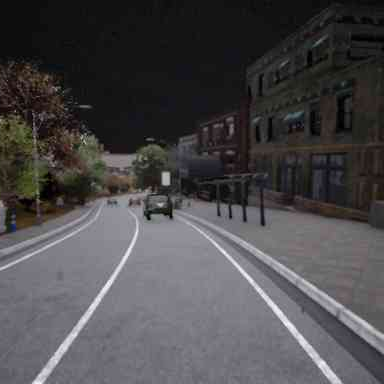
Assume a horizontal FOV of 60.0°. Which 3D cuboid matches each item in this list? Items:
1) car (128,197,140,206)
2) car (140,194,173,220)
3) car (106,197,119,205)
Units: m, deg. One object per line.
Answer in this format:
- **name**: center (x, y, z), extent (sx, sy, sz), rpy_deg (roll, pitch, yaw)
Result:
- **car**: center (-9.441, 1.544, 54.808), extent (1.812, 1.442, 4.674), rpy_deg (-2, 0, -14)
- **car**: center (-2.966, 1.179, 28.370), extent (2.150, 2.045, 5.566), rpy_deg (-1, 0, -12)
- **car**: center (-14.415, 1.631, 60.157), extent (1.837, 1.490, 4.892), rpy_deg (-2, 0, -14)
